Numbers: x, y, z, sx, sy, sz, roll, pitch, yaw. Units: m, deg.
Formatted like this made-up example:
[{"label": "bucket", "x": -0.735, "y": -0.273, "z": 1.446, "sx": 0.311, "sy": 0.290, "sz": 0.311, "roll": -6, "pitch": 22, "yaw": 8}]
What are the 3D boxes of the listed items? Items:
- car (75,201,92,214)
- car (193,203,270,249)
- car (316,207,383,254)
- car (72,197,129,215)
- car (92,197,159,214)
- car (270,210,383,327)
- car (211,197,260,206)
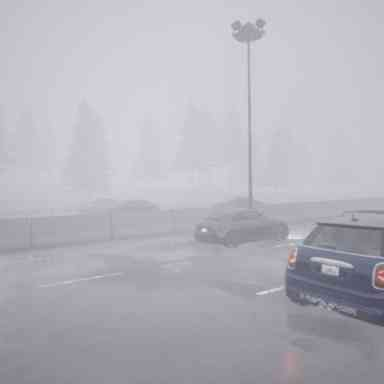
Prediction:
[{"label": "car", "x": -7.477, "y": 1.376, "z": 28.734, "sx": 4.181, "sy": 1.385, "sz": 1.994, "roll": -1, "pitch": 1, "yaw": -35}, {"label": "car", "x": 2.091, "y": 1.392, "z": 13.820, "sx": 4.181, "sy": 1.385, "sz": 1.994, "roll": -1, "pitch": 1, "yaw": -35}, {"label": "car", "x": 7.156, "y": 1.363, "z": 13.126, "sx": 4.718, "sy": 1.301, "sz": 1.895, "roll": -1, "pitch": 1, "yaw": -35}, {"label": "car", "x": -8.780, "y": 1.301, "z": 32.102, "sx": 4.892, "sy": 1.490, "sz": 1.837, "roll": -1, "pitch": 1, "yaw": -35}, {"label": "car", "x": -4.977, "y": 1.307, "z": 26.217, "sx": 4.892, "sy": 1.490, "sz": 1.837, "roll": -1, "pitch": 1, "yaw": -35}, {"label": "car", "x": 3.944, "y": 1.229, "z": 6.548, "sx": 4.553, "sy": 1.767, "sz": 2.097, "roll": -1, "pitch": 1, "yaw": -35}, {"label": "car", "x": 3.721, "y": 1.148, "z": 28.100, "sx": 4.902, "sy": 1.511, "sz": 2.128, "roll": -1, "pitch": 1, "yaw": -35}]
